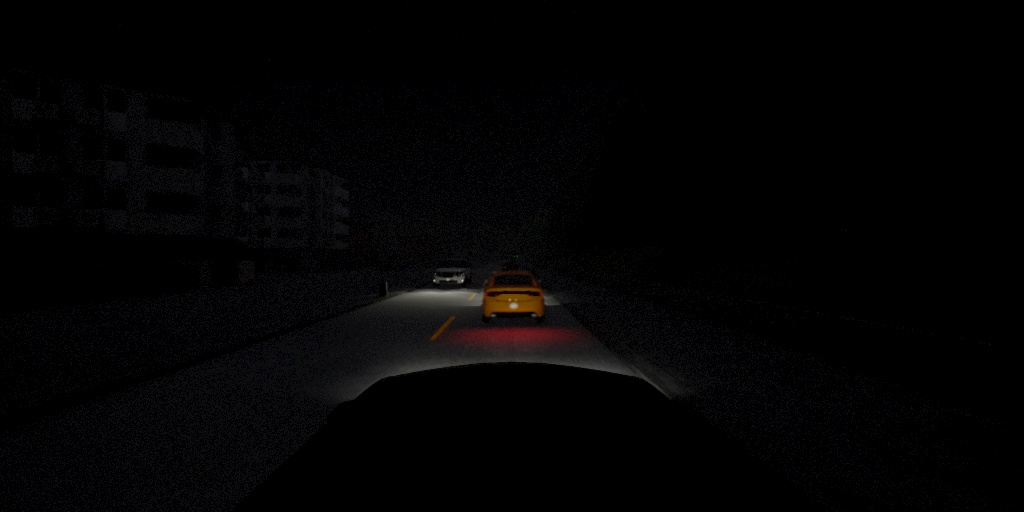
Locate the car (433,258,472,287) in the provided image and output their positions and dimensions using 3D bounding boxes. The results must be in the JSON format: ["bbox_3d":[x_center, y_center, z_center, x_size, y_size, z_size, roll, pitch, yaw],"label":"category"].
[{"bbox_3d":[-4.156,1.170,25.889,2.150,2.045,5.566,0,0,0],"label":"car"}]

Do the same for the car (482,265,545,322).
[{"bbox_3d":[0.034,1.267,12.597,1.882,1.535,5.008,0,0,0],"label":"car"}]

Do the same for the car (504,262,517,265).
[{"bbox_3d":[-0.166,1.402,41.908,1.837,1.490,4.892,0,0,0],"label":"car"}]
